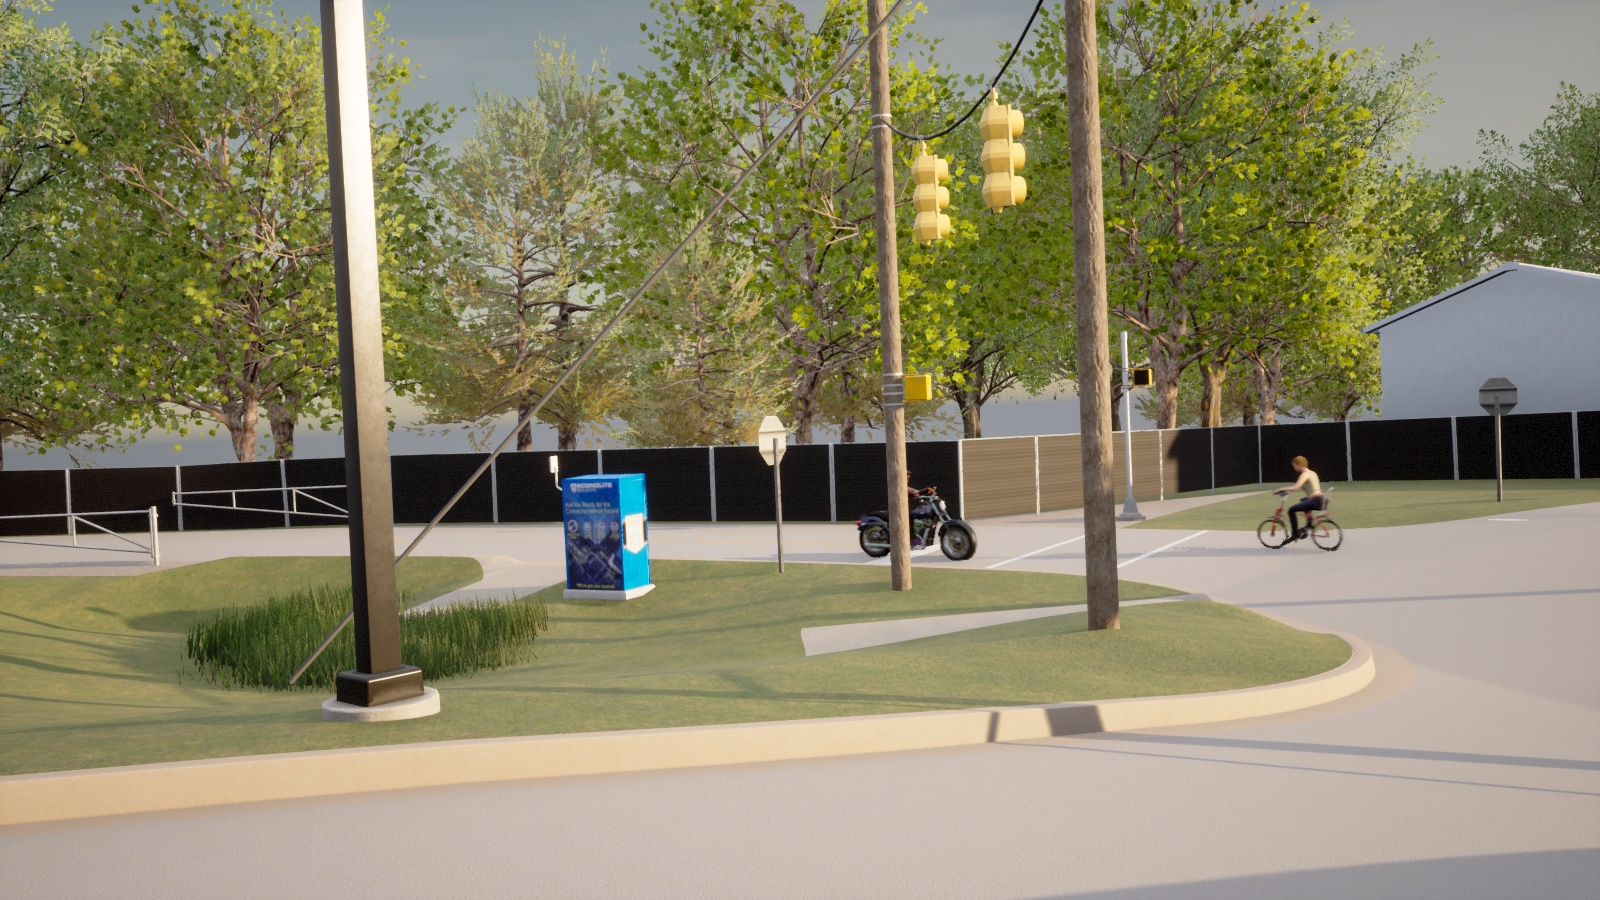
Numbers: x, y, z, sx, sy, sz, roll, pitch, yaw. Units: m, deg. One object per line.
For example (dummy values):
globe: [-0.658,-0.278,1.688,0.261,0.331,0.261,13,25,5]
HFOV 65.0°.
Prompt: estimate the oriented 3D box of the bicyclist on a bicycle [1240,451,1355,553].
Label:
bicyclist on a bicycle: [8.463,0.877,21.397,0.866,1.612,1.509,-6,3,-43]

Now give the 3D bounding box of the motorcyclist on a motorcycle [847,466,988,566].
motorcyclist on a motorcycle: [2.066,1.138,22.309,2.350,1.649,0.766,-1,3,32]
